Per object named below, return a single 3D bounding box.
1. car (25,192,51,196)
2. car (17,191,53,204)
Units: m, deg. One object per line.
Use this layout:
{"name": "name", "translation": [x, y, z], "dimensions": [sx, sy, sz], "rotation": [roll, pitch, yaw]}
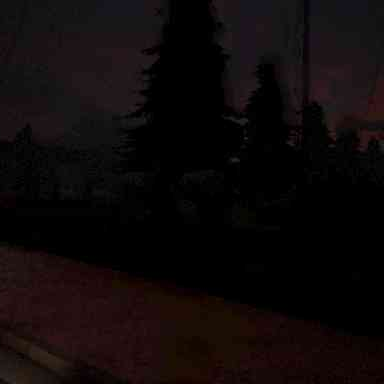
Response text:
{"name": "car", "translation": [-21.791, 1.027, 47.655], "dimensions": [1.994, 1.385, 4.181], "rotation": [1, 0, 36]}
{"name": "car", "translation": [-23.879, 0.773, 50.725], "dimensions": [2.097, 1.767, 4.553], "rotation": [1, 1, 36]}
